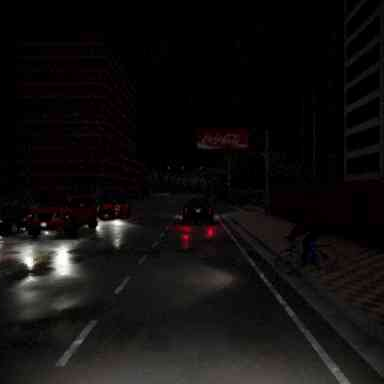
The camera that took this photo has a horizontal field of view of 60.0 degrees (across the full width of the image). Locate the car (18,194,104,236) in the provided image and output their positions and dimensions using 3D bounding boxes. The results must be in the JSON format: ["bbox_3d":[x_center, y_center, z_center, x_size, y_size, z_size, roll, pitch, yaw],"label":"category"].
[{"bbox_3d":[-6.835,1.159,18.202,2.150,2.045,5.566,0,0,1],"label":"car"}]

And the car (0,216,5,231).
[{"bbox_3d":[-6.991,1.534,8.381,1.994,1.385,4.181,0,0,1],"label":"car"}]

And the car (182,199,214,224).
[{"bbox_3d":[0.427,1.268,24.008,2.097,1.767,4.553,0,0,1],"label":"car"}]

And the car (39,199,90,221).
[{"bbox_3d":[-10.133,1.397,26.888,2.128,1.511,4.902,0,0,1],"label":"car"}]

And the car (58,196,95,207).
[{"bbox_3d":[-16.297,1.360,46.972,4.674,1.442,1.812,0,0,8],"label":"car"}]

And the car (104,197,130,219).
[{"bbox_3d":[-6.616,1.253,28.067,2.097,1.767,4.553,0,0,1],"label":"car"}]

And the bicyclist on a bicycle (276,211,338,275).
[{"bbox_3d":[2.945,1.311,8.699,1.656,1.620,0.582,-7,0,1],"label":"bicyclist on a bicycle"}]

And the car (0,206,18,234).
[{"bbox_3d":[-10.318,1.497,18.701,1.994,1.385,4.181,0,0,2],"label":"car"}]
